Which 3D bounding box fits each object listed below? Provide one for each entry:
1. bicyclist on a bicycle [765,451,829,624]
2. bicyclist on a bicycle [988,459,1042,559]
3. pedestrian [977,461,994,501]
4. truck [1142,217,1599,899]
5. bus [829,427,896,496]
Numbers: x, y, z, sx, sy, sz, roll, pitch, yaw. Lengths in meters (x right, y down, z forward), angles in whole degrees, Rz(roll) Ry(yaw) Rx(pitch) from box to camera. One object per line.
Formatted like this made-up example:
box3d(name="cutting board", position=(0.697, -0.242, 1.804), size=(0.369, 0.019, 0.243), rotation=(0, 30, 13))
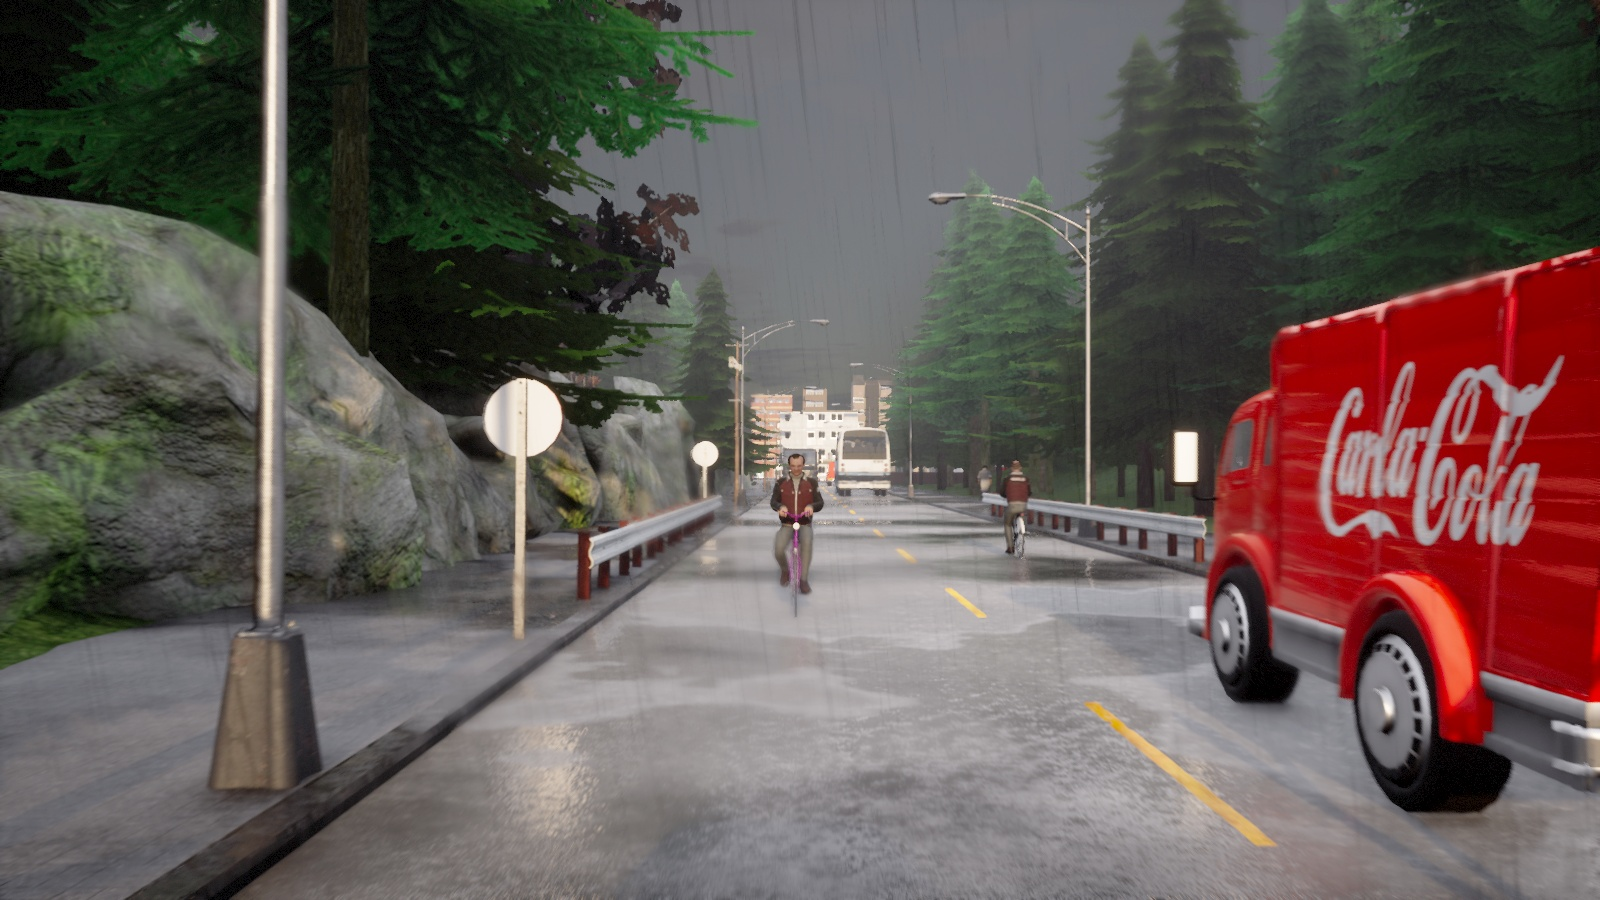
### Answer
box3d(name="bicyclist on a bicycle", position=(-0.035, 0.917, 13.865), size=(0.659, 1.776, 1.843), rotation=(0, -1, 0))
box3d(name="bicyclist on a bicycle", position=(3.942, 1.058, 23.175), size=(0.659, 1.776, 1.843), rotation=(0, -1, 0))
box3d(name="pedestrian", position=(9.139, 1.525, 61.969), size=(0.659, 1.952, 0.873), rotation=(0, -1, -2))
box3d(name="truck", position=(3.980, 0.431, 7.121), size=(2.627, 2.467, 5.204), rotation=(0, -1, 0))
box3d(name="bus", position=(3.989, 0.812, 83.051), size=(3.944, 4.253, 10.273), rotation=(0, -1, 0))
